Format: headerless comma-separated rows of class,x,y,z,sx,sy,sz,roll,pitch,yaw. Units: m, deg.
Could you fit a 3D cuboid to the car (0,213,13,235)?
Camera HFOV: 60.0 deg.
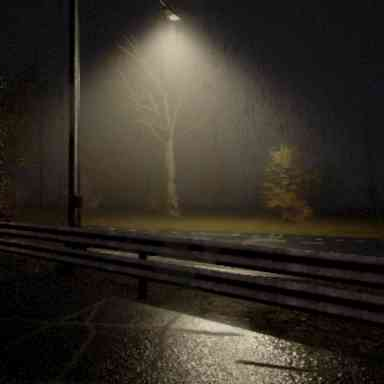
car,-12.230,1.575,18.281,5.008,1.535,1.882,1,0,20
